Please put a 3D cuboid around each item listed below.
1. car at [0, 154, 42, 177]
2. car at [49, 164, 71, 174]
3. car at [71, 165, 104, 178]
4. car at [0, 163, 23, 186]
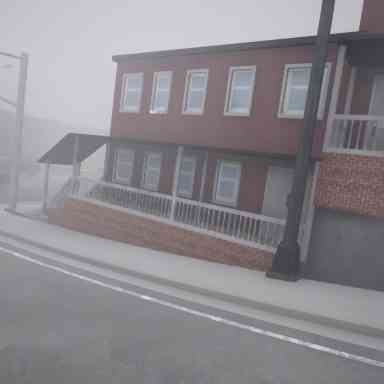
[{"bbox_3d":[-18.010,-2.751,33.391,2.150,2.045,5.566,11,7,36],"label":"car"},{"bbox_3d":[-15.839,-3.029,42.391,1.837,1.490,4.892,11,7,35],"label":"car"},{"bbox_3d":[-12.069,-2.493,41.706,1.882,1.535,5.008,11,7,35],"label":"car"},{"bbox_3d":[-15.825,-1.278,24.360,2.033,1.411,5.357,11,7,35],"label":"car"}]
